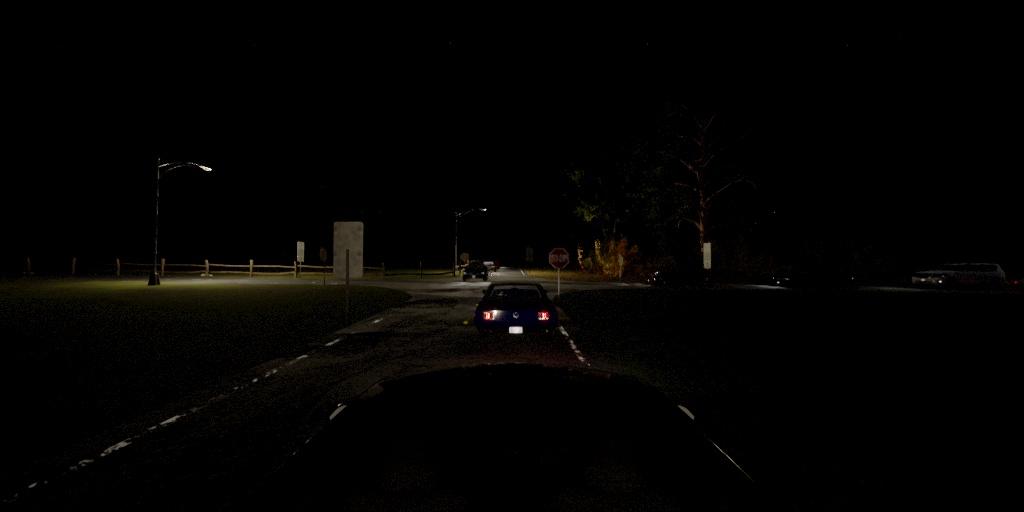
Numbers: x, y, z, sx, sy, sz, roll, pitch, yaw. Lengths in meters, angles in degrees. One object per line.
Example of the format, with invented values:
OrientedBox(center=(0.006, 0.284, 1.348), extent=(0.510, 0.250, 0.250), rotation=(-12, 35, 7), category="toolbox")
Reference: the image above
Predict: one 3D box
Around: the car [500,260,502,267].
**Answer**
OrientedBox(center=(-2.921, 1.282, 57.136), extent=(1.882, 1.535, 5.008), rotation=(0, 0, 1), category="car")

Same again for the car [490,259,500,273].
OrientedBox(center=(-2.925, 1.350, 44.948), extent=(1.994, 1.385, 4.181), rotation=(0, 0, 0), category="car")

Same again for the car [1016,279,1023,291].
OrientedBox(center=(38.250, 1.931, 24.954), extent=(4.718, 1.301, 1.895), rotation=(1, -1, 0), category="car")

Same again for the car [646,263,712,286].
OrientedBox(center=(12.819, 1.352, 27.742), extent=(4.553, 1.767, 2.097), rotation=(1, -1, 1), category="car")

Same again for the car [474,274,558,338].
OrientedBox(center=(0.088, 1.354, 10.166), extent=(1.895, 1.301, 4.718), rotation=(0, 0, 0), category="car")

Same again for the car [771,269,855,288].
OrientedBox(center=(23.267, 1.702, 27.774), extent=(5.357, 1.411, 2.033), rotation=(1, -1, 0), category="car")

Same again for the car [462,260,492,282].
OrientedBox(center=(-2.903, 1.293, 29.412), extent=(1.812, 1.442, 4.674), rotation=(0, 0, 0), category="car")

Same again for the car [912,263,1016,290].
OrientedBox(center=(34.688, 1.548, 27.869), extent=(5.566, 2.045, 2.150), rotation=(1, -1, 0), category="car")
